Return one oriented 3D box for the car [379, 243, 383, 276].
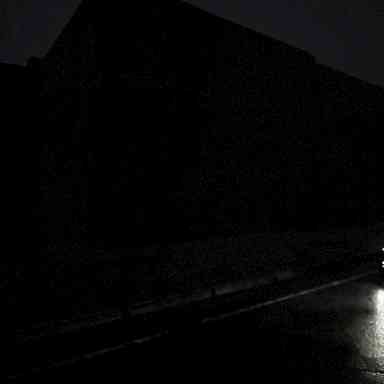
[{"bbox_3d":[6.767,1.294,8.519,4.553,1.767,2.097,0,0,-36],"label":"car"}]
